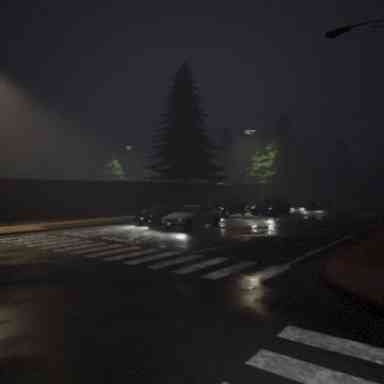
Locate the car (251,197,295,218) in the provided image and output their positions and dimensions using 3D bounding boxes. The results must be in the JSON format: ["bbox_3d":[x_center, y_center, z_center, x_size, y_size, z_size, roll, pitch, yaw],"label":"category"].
[{"bbox_3d":[7.137,1.290,29.991,2.097,1.767,4.553,-1,0,38],"label":"car"}]

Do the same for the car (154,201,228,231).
[{"bbox_3d":[0.083,1.533,20.976,1.812,1.442,4.674,-1,0,38],"label":"car"}]

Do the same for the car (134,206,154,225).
[{"bbox_3d":[-2.130,1.595,23.828,1.994,1.385,4.181,-1,0,38],"label":"car"}]

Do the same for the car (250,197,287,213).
[{"bbox_3d":[8.749,1.417,37.681,2.128,1.511,4.902,-1,0,39],"label":"car"}]

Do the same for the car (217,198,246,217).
[{"bbox_3d":[3.121,1.332,30.545,2.097,1.767,4.553,-1,0,38],"label":"car"}]

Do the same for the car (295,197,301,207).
[{"bbox_3d":[15.067,1.428,45.377,1.994,1.385,4.181,-1,0,40],"label":"car"}]

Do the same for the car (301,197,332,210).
[{"bbox_3d":[15.346,1.337,40.273,1.882,1.535,5.008,-1,0,40],"label":"car"}]
